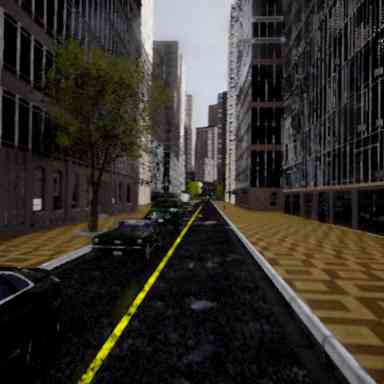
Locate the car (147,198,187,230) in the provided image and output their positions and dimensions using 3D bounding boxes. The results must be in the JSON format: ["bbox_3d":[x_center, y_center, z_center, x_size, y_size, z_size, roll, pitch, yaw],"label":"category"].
[{"bbox_3d":[-1.820,1.475,23.625,2.150,2.045,5.566,1,-1,3],"label":"car"}]

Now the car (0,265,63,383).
[{"bbox_3d":[-2.812,1.482,2.759,2.128,1.511,4.902,1,-1,3],"label":"car"}]

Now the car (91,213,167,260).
[{"bbox_3d":[-2.333,1.717,13.049,1.895,1.301,4.718,1,-1,3],"label":"car"}]

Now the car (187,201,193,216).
[{"bbox_3d":[-0.987,1.881,39.645,2.097,1.767,4.553,1,-1,3],"label":"car"}]
